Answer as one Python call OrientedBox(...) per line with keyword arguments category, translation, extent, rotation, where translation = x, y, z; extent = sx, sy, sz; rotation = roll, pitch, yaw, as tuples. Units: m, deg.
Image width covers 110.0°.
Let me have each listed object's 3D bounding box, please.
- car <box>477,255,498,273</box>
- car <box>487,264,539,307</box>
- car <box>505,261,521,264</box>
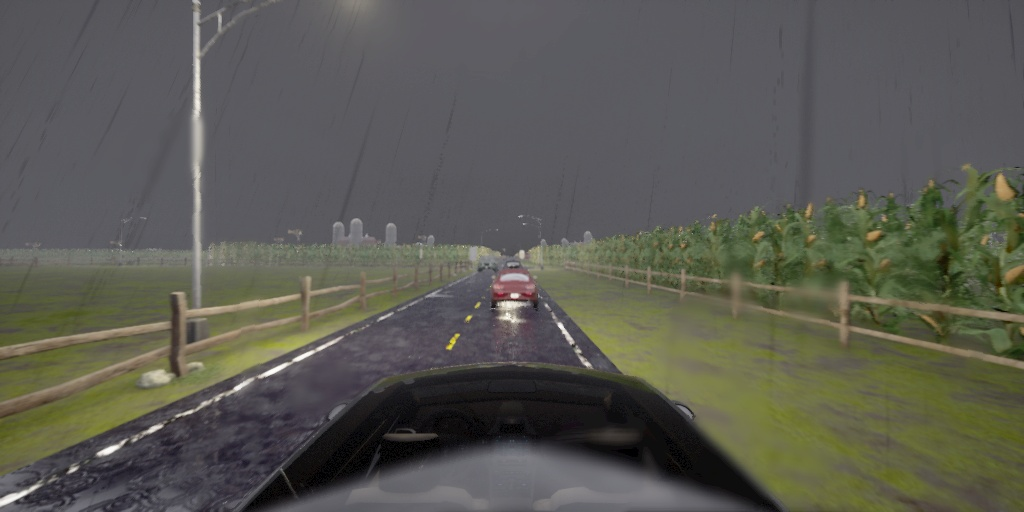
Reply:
OrientedBox(category="car", translation=(-2.797, 0.897, 42.551), extent=(2.150, 2.045, 5.566), rotation=(0, 0, 1))
OrientedBox(category="car", translation=(0.100, 1.254, 15.129), extent=(1.812, 1.442, 4.674), rotation=(0, 0, 0))
OrientedBox(category="car", translation=(0.101, 1.200, 32.474), extent=(1.837, 1.490, 4.892), rotation=(0, 0, 0))
